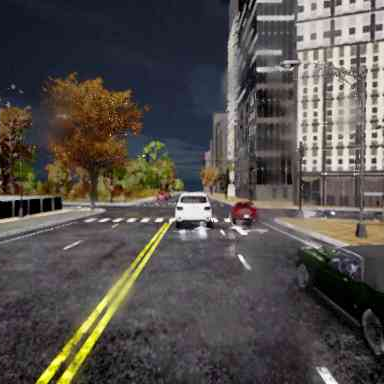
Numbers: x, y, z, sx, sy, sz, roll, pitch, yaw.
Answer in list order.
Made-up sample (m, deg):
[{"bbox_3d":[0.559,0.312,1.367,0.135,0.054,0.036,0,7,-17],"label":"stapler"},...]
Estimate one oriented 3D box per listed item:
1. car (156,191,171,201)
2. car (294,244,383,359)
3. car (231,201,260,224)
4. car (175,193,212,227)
[{"bbox_3d":[-6.484,0.863,72.623,2.150,2.045,5.566,0,0,0],"label":"car"},{"bbox_3d":[3.350,1.566,5.845,1.895,1.301,4.718,0,0,0],"label":"car"},{"bbox_3d":[3.782,1.393,23.670,1.812,1.442,4.674,0,0,7],"label":"car"},{"bbox_3d":[0.093,1.099,21.600,2.150,2.045,5.566,0,0,0],"label":"car"}]
